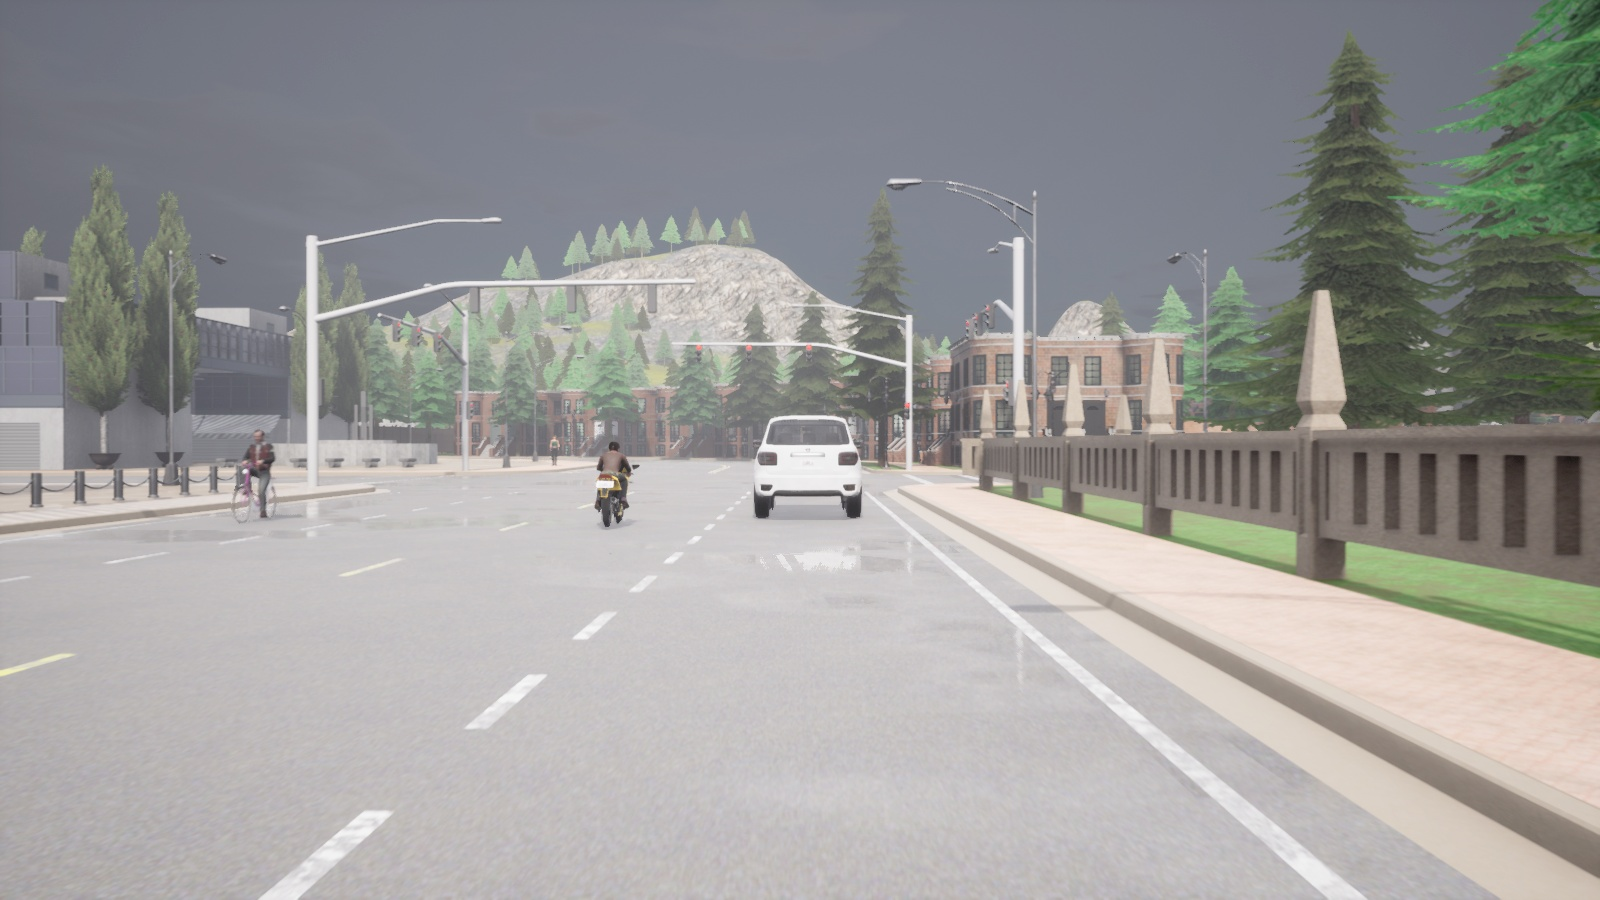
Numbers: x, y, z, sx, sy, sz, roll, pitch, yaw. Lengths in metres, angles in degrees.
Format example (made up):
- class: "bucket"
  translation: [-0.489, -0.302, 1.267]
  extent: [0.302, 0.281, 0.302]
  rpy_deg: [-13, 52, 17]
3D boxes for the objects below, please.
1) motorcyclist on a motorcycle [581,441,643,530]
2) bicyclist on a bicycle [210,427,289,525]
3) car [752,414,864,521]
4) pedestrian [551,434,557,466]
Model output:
- class: "motorcyclist on a motorcycle"
  translation: [-3.359, 0.599, 22.567]
  extent: [0.797, 1.523, 2.044]
  rpy_deg: [0, 0, 0]
- class: "bicyclist on a bicycle"
  translation: [-10.350, 0.475, 23.671]
  extent: [0.659, 1.776, 1.843]
  rpy_deg: [0, 0, 0]
- class: "car"
  translation: [0.167, 0.314, 26.823]
  extent: [2.150, 2.045, 5.566]
  rpy_deg: [0, 0, 0]
- class: "pedestrian"
  translation: [-14.322, -0.019, 73.124]
  extent: [0.345, 1.836, 0.594]
  rpy_deg: [0, 0, -6]
